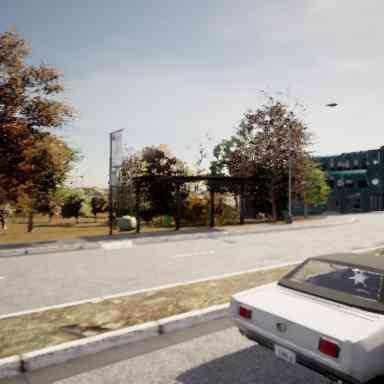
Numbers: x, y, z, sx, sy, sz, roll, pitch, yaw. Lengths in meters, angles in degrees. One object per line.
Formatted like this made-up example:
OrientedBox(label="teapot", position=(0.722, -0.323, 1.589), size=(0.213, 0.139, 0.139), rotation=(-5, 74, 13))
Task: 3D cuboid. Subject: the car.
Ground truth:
OrientedBox(label="car", position=(2.912, 1.641, 5.214), size=(4.718, 1.301, 1.895), rotation=(1, 0, -36))
